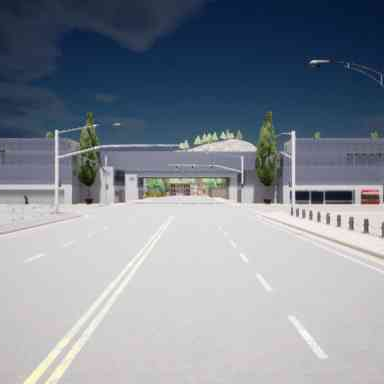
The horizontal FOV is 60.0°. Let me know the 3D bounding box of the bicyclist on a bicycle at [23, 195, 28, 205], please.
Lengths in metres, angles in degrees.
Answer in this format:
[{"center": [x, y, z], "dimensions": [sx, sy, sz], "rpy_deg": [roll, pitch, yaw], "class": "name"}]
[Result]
[{"center": [-25.766, 1.276, 51.533], "dimensions": [0.582, 1.620, 1.656], "rpy_deg": [0, 0, 2], "class": "bicyclist on a bicycle"}]
